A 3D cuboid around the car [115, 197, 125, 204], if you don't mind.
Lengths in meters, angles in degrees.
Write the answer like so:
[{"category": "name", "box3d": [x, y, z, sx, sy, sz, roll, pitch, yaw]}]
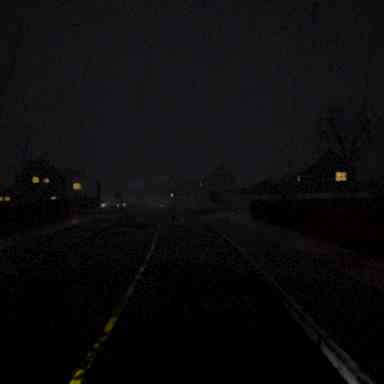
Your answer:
[{"category": "car", "box3d": [-16.891, 1.945, 78.131, 1.837, 1.490, 4.892, 0, 0, -21]}]
